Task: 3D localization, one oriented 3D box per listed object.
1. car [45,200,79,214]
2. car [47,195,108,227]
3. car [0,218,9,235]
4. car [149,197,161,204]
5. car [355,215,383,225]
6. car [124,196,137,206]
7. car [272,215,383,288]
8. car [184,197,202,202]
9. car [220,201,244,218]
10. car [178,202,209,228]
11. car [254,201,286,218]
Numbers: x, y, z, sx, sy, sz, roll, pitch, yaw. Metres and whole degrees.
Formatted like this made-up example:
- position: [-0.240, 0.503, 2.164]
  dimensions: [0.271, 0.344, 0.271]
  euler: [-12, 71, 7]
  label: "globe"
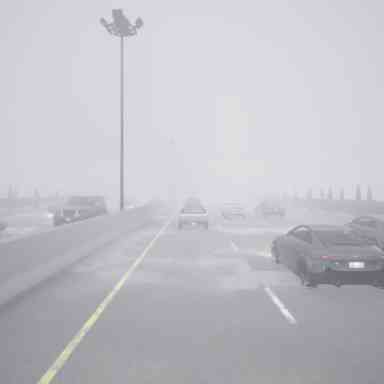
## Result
- position: [-14.101, 1.567, 36.351]
  dimensions: [1.994, 1.385, 4.181]
  euler: [0, 0, 0]
  label: "car"
- position: [-7.106, 1.223, 21.862]
  dimensions: [2.150, 2.045, 5.566]
  euler: [0, 0, 0]
  label: "car"
- position: [-10.604, 1.602, 15.365]
  dimensions: [1.895, 1.301, 4.718]
  euler: [0, 0, 0]
  label: "car"
- position: [-7.028, 1.654, 63.155]
  dimensions: [1.895, 1.301, 4.718]
  euler: [0, 0, 0]
  label: "car"
- position: [7.095, 1.564, 12.686]
  dimensions: [1.994, 1.385, 4.181]
  euler: [0, 0, 0]
  label: "car"
- position: [-10.570, 1.482, 56.277]
  dimensions: [1.882, 1.535, 5.008]
  euler: [0, 0, 1]
  label: "car"
- position: [3.596, 1.564, 9.270]
  dimensions: [1.994, 1.385, 4.181]
  euler: [0, 0, 0]
  label: "car"
- position: [0.086, 1.354, 40.693]
  dimensions: [2.097, 1.767, 4.553]
  euler: [0, 0, 0]
  label: "car"
- position: [3.577, 1.527, 30.128]
  dimensions: [1.812, 1.442, 4.674]
  euler: [0, 0, 0]
  label: "car"
- position: [0.093, 1.602, 22.341]
  dimensions: [1.895, 1.301, 4.718]
  euler: [0, 0, 0]
  label: "car"
- position: [7.090, 1.548, 30.547]
  dimensions: [2.033, 1.411, 5.357]
  euler: [0, 0, 0]
  label: "car"
